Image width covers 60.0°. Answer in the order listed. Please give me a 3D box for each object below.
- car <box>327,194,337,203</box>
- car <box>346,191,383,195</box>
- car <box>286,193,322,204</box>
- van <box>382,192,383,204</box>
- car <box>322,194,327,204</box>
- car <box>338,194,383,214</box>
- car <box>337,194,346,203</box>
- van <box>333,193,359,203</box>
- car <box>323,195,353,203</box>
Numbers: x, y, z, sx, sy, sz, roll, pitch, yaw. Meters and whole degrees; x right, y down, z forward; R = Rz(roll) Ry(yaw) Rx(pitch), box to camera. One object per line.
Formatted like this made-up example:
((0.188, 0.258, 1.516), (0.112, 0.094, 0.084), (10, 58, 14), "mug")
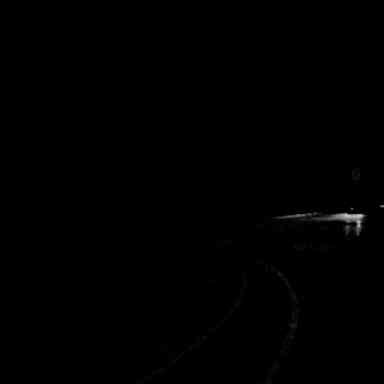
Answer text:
((23.638, 1.131, 62.764), (2.435, 2.045, 5.566), (0, -1, -40), "car")
((25.657, 1.019, 48.509), (2.185, 1.767, 4.553), (0, -1, -40), "car")
((19.458, 1.100, 59.248), (2.435, 2.045, 5.566), (0, -1, -40), "car")
((34.911, 1.015, 56.377), (1.878, 1.987, 4.442), (1, -2, -40), "van")
((21.488, 1.366, 60.979), (2.231, 1.521, 4.892), (0, -1, -40), "car")
((17.323, 1.312, 33.674), (4.902, 1.511, 2.128), (-1, 0, -40), "car")
((27.894, 1.450, 66.583), (1.946, 1.575, 5.366), (1, -2, -40), "car")
((32.279, 1.312, 69.847), (1.878, 1.987, 4.442), (1, -2, -40), "van")
((29.939, 1.491, 68.286), (1.946, 1.575, 5.366), (1, -2, -40), "car")
